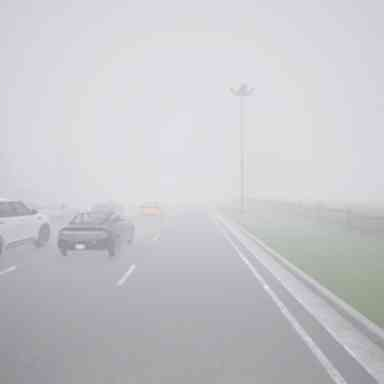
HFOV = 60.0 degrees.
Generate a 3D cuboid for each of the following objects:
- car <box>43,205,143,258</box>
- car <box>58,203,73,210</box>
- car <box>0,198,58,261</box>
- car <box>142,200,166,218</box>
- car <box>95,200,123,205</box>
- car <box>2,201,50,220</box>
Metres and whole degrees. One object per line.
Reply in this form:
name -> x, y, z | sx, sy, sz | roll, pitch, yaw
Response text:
car -> -3.431, 1.465, 12.663 | 2.128, 1.511, 4.902 | 0, 0, 0
car -> -10.438, 1.545, 26.233 | 1.895, 1.301, 4.718 | 0, 0, 0
car -> -6.936, 1.199, 11.500 | 2.150, 2.045, 5.566 | 0, 0, 0
car -> -3.423, 1.416, 29.215 | 1.882, 1.535, 5.008 | 0, 0, 0
car -> -6.931, 1.434, 27.683 | 2.128, 1.511, 4.902 | 0, 0, 0
car -> -13.928, 1.504, 28.162 | 1.994, 1.385, 4.181 | 0, 0, 0
